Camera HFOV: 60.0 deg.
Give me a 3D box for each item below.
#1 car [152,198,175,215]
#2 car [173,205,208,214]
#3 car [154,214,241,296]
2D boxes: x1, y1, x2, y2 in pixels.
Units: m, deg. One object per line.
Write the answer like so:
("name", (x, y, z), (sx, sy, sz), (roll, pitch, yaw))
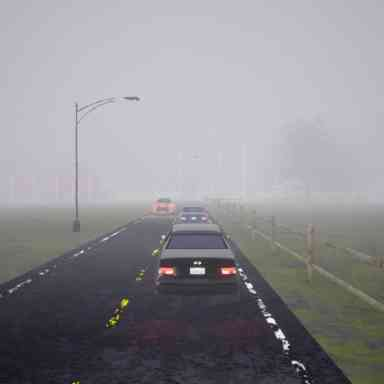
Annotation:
("car", (-2.817, 1.383, 33.999), (2.097, 1.767, 4.553), (0, 0, 0))
("car", (0.101, 1.556, 21.493), (2.033, 1.411, 5.357), (0, 0, 0))
("car", (0.100, 1.548, 8.825), (2.033, 1.411, 5.357), (0, 0, 0))
